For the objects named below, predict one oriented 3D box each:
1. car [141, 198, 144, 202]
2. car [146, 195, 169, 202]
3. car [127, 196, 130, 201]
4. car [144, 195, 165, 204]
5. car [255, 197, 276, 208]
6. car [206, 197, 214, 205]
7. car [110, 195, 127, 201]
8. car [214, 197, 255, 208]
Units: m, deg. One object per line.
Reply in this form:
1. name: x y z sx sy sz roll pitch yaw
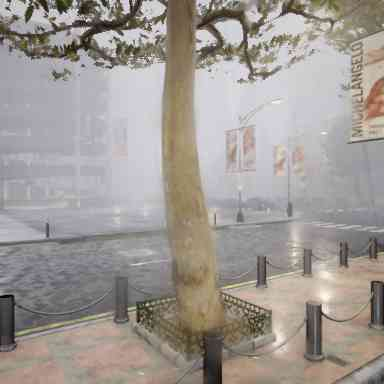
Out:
1. car: -8.972 1.478 73.850 5.008 1.535 1.882 0 0 30
2. car: -7.947 1.525 77.261 4.902 1.511 2.128 0 0 26
3. car: -17.539 1.440 81.080 4.892 1.490 1.837 0 0 12
4. car: -6.329 1.505 62.928 4.892 1.490 1.837 0 0 42
5. car: 9.803 1.505 47.996 1.837 1.490 4.892 0 0 -36
6. car: 4.157 1.547 55.941 2.033 1.411 5.357 0 0 -36
7. car: -18.503 1.427 77.715 5.008 1.535 1.882 0 0 12
8. car: 5.957 1.547 47.398 2.033 1.411 5.357 0 0 -35
